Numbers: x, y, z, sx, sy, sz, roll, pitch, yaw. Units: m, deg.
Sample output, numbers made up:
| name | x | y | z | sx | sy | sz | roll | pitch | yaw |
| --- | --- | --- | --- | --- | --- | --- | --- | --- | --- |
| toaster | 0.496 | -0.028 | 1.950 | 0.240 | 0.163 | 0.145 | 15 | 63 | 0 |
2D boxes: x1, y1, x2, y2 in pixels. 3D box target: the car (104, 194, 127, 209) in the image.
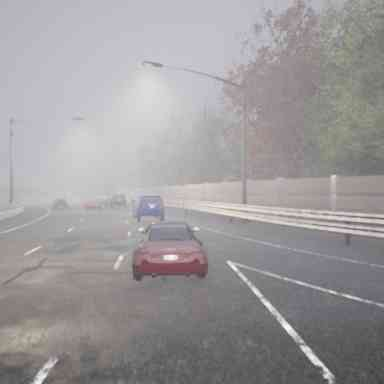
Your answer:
| name | x | y | z | sx | sy | sz | roll | pitch | yaw |
| --- | --- | --- | --- | --- | --- | --- | --- | --- | --- |
| car | -10.691 | 1.259 | 46.639 | 2.150 | 2.045 | 5.566 | 0 | 0 | -24 |

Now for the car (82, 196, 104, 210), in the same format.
| name | x | y | z | sx | sy | sz | roll | pitch | yaw |
| --- | --- | --- | --- | --- | --- | --- | --- | --- | --- |
| car | -13.419 | 1.612 | 44.408 | 1.994 | 1.385 | 4.181 | 0 | 0 | -24 |

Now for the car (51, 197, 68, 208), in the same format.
| name | x | y | z | sx | sy | sz | roll | pitch | yaw |
| --- | --- | --- | --- | --- | --- | --- | --- | --- | --- |
| car | -19.317 | 1.573 | 48.569 | 1.837 | 1.490 | 4.892 | 0 | 0 | -27 |

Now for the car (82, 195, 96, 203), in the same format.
| name | x | y | z | sx | sy | sz | roll | pitch | yaw |
| --- | --- | --- | --- | --- | --- | --- | --- | --- | --- |
| car | -20.525 | 1.428 | 66.257 | 2.033 | 1.411 | 5.357 | 0 | 0 | -23 |

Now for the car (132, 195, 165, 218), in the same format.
| name | x | y | z | sx | sy | sz | roll | pitch | yaw |
| --- | --- | --- | --- | --- | --- | --- | --- | --- | --- |
| car | -3.651 | 1.236 | 27.406 | 2.150 | 2.045 | 5.566 | 0 | 0 | -14 |

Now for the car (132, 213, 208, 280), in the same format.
| name | x | y | z | sx | sy | sz | roll | pitch | yaw |
| --- | --- | --- | --- | --- | --- | --- | --- | --- | --- |
| car | -0.699 | 1.567 | 10.101 | 1.994 | 1.385 | 4.181 | 0 | 0 | -5 |
